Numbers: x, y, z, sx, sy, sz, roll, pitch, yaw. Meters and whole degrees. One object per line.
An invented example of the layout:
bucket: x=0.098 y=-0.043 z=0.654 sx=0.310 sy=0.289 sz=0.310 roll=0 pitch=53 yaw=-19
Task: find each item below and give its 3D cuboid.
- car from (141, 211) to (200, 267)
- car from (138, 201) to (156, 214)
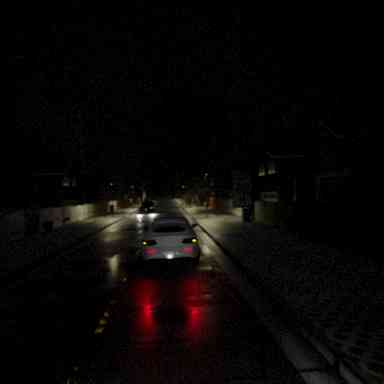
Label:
car: x=-0.758 y=1.591 z=11.753 sx=1.812 sy=1.442 sz=4.674 roll=-2 pitch=0 yaw=-3
car: x=-5.518 y=1.849 z=41.289 sx=1.837 sy=1.490 sz=4.892 roll=-2 pitch=0 yaw=-4
